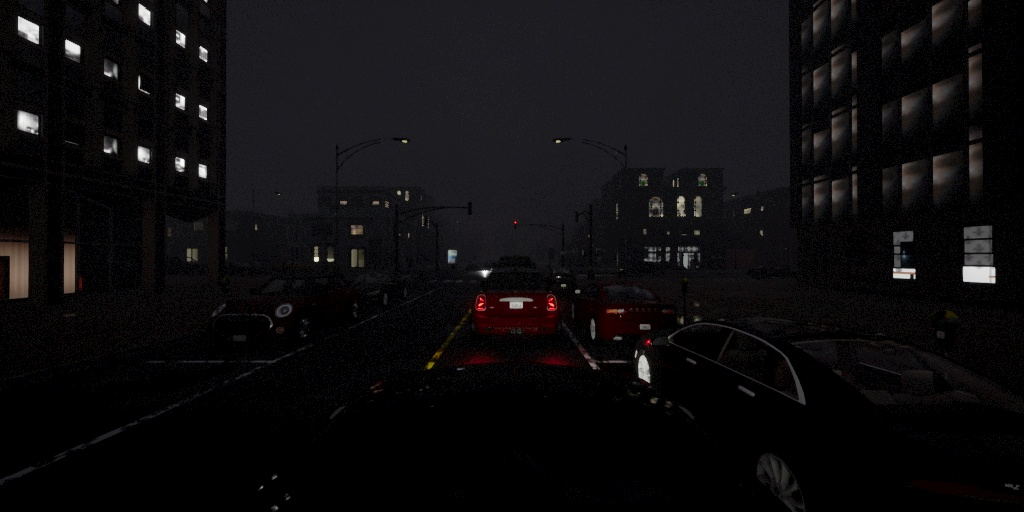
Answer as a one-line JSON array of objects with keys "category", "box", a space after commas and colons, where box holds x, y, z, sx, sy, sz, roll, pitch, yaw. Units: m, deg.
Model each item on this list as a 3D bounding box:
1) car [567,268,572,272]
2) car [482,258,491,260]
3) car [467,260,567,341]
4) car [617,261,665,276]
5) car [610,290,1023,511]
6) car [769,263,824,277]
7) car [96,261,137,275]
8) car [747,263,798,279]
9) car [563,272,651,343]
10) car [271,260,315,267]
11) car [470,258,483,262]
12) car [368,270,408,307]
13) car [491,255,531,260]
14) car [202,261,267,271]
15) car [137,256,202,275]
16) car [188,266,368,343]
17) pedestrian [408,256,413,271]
[{"category": "car", "box": [2.679, 1.302, 20.855, 2.007, 1.370, 4.403, 0, 0, 0]}, {"category": "car", "box": [-3.103, 1.357, 52.111, 1.895, 1.301, 4.718, 0, 0, -1]}, {"category": "car", "box": [0.094, 1.103, 10.016, 2.097, 1.767, 4.553, 0, 0, 0]}, {"category": "car", "box": [13.760, 1.337, 38.448, 4.892, 1.490, 1.837, 0, 0, 1]}, {"category": "car", "box": [2.689, 1.301, 3.779, 2.007, 1.370, 4.403, 0, 0, 0]}, {"category": "car", "box": [30.232, 1.479, 38.208, 4.181, 1.385, 1.994, 0, 0, 1]}, {"category": "car", "box": [-36.507, 1.131, 33.406, 4.403, 1.370, 2.007, 0, 0, 1]}, {"category": "car", "box": [23.624, 1.433, 32.481, 4.207, 1.307, 1.802, 0, 0, 1]}, {"category": "car", "box": [2.686, 1.296, 9.471, 1.888, 1.381, 4.507, 0, 0, 0]}, {"category": "car", "box": [-25.478, 1.198, 41.624, 4.829, 1.417, 1.751, 0, 0, 1]}, {"category": "car", "box": [-5.721, 1.338, 53.254, 1.802, 1.307, 4.207, 0, 0, 0]}, {"category": "car", "box": [-5.698, 1.302, 15.176, 2.007, 1.370, 4.403, 0, 0, 0]}, {"category": "car", "box": [0.109, 0.973, 20.169, 2.150, 2.045, 5.566, 0, 0, -1]}, {"category": "car", "box": [-25.434, 1.177, 33.242, 4.403, 1.370, 2.007, 0, 0, 1]}, {"category": "car", "box": [-30.971, 0.918, 33.324, 5.009, 1.841, 2.192, 0, 0, 1]}, {"category": "car", "box": [-5.695, 1.190, 9.483, 1.967, 1.591, 4.097, 0, 0, 0]}, {"category": "pedestrian", "box": [-12.577, 0.885, 44.383, 0.375, 1.860, 0.375, 0, -1, 1]}]
